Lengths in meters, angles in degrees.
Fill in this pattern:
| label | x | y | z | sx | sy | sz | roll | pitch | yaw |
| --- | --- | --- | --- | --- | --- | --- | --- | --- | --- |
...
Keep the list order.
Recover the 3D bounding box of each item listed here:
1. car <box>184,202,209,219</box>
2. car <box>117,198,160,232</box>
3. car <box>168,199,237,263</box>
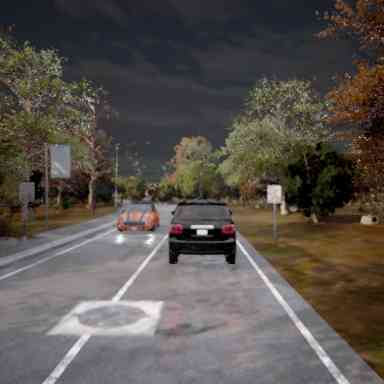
| label | x | y | z | sx | sy | sz | roll | pitch | yaw |
| --- | --- | --- | --- | --- | --- | --- | --- | --- | --- |
| car | 0.327 | 1.726 | 32.211 | 2.033 | 1.411 | 5.357 | 0 | 0 | -3 |
| car | -3.209 | 1.457 | 20.763 | 2.097 | 1.767 | 4.553 | 0 | 0 | 0 |
| car | 0.368 | 1.284 | 12.355 | 2.150 | 2.045 | 5.566 | 0 | 0 | 2 |
